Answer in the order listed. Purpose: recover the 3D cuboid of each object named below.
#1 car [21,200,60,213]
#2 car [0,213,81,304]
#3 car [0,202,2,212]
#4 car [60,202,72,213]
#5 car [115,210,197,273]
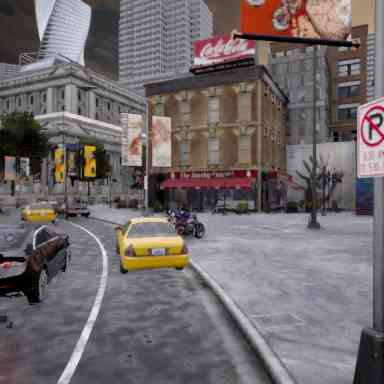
[{"bbox_3d":[-11.277,1.447,24.187,1.801,1.575,5.366,0,0,-33],"label":"car"},{"bbox_3d":[-4.180,1.488,7.940,2.128,1.511,4.902,0,0,-11],"label":"car"},{"bbox_3d":[-22.855,1.330,36.664,4.553,1.767,2.097,0,0,39],"label":"car"},{"bbox_3d":[-14.167,1.507,33.065,2.002,1.452,4.674,0,0,-44],"label":"car"},{"bbox_3d":[-1.478,1.456,10.764,1.801,1.575,5.366,0,0,-15],"label":"car"}]
